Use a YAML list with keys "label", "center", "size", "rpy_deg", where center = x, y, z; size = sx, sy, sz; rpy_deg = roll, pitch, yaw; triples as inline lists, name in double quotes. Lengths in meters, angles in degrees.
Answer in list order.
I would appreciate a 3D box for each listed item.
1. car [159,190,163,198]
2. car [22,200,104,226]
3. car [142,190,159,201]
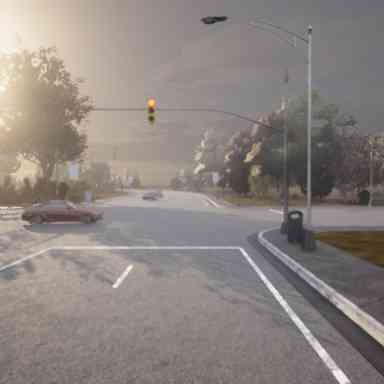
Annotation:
- label: "car"
  center: [-7.085, 0.381, 69.642]
  size: [1.837, 1.490, 4.892]
  rpy_deg: [0, 1, -2]
- label: "car"
  center: [-7.678, 1.237, 19.976]
  size: [4.674, 1.442, 1.812]
  rpy_deg: [0, 1, -3]
- label: "car"
  center: [-6.944, 0.678, 54.261]
  size: [1.837, 1.490, 4.892]
  rpy_deg: [0, 1, 0]
